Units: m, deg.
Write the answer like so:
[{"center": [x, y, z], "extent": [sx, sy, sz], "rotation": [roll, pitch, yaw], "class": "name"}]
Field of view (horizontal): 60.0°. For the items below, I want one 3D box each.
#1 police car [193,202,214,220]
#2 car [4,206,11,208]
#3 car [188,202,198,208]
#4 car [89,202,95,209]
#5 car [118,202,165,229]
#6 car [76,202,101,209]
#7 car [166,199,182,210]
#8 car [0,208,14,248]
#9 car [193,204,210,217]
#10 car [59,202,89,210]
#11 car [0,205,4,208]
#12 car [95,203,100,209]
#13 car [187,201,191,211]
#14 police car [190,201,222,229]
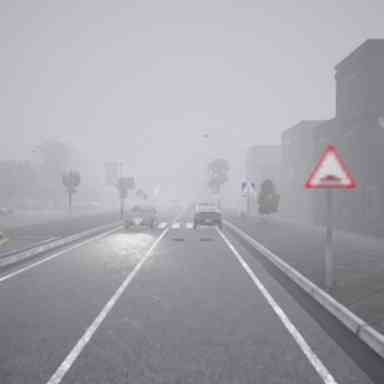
[{"center": [1.028, 1.845, 33.045], "extent": [1.930, 1.638, 5.238], "rotation": [0, -1, 0], "class": "police car"}, {"center": [-21.942, 1.814, 36.216], "extent": [4.553, 1.767, 2.185], "rotation": [0, -1, 0], "class": "car"}, {"center": [0.203, 2.856, 74.503], "extent": [2.033, 1.411, 5.357], "rotation": [0, -1, 0], "class": "car"}, {"center": [-21.785, 2.623, 63.816], "extent": [4.892, 1.521, 2.231], "rotation": [0, -1, 0], "class": "car"}, {"center": [-3.322, 1.661, 22.636], "extent": [2.128, 1.511, 4.902], "rotation": [0, -1, 0], "class": "car"}, {"center": [-21.761, 2.821, 70.235], "extent": [4.674, 1.452, 2.002], "rotation": [0, -1, 0], "class": "car"}, {"center": [-3.115, 2.380, 63.094], "extent": [2.150, 2.045, 5.566], "rotation": [0, -1, 1], "class": "car"}, {"center": [-9.366, 1.484, 11.660], "extent": [5.366, 1.575, 1.946], "rotation": [0, 0, 0], "class": "car"}, {"center": [1.049, 2.092, 38.936], "extent": [1.812, 1.442, 4.674], "rotation": [0, -1, 0], "class": "car"}, {"center": [-21.802, 2.581, 60.540], "extent": [4.674, 1.452, 2.002], "rotation": [0, -1, 0], "class": "car"}, {"center": [-21.883, 1.903, 33.043], "extent": [4.674, 1.452, 2.002], "rotation": [0, -1, 0], "class": "car"}, {"center": [-21.782, 2.703, 67.089], "extent": [5.008, 1.535, 2.097], "rotation": [0, -1, 0], "class": "car"}, {"center": [0.149, 2.422, 59.466], "extent": [2.097, 1.767, 4.553], "rotation": [0, -1, 0], "class": "car"}, {"center": [1.001, 1.605, 23.039], "extent": [1.930, 1.638, 5.238], "rotation": [0, -1, 0], "class": "police car"}]
